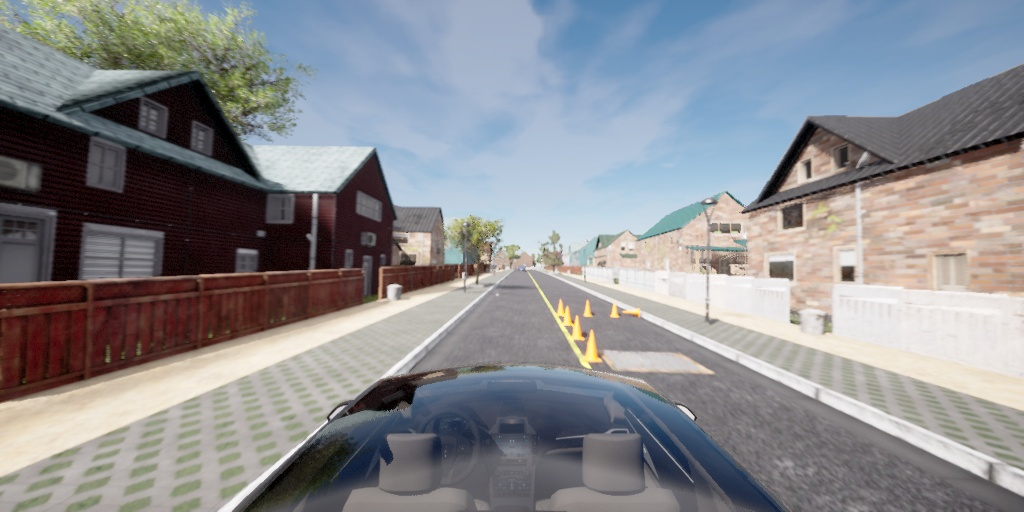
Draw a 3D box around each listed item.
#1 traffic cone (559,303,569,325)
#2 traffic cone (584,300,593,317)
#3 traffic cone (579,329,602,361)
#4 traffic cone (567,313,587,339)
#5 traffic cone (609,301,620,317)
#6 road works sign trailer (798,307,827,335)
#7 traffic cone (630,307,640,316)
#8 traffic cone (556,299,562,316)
[{"bbox_3d":[1.747,1.878,11.359,0.340,0.580,0.340,0,0,2],"label":"traffic cone"},{"bbox_3d":[2.802,1.932,13.329,0.340,0.580,0.340,0,0,2],"label":"traffic cone"},{"bbox_3d":[1.631,1.819,7.362,0.340,0.580,0.340,0,0,2],"label":"traffic cone"},{"bbox_3d":[1.689,1.848,9.360,0.340,0.580,0.340,0,0,2],"label":"traffic cone"},{"bbox_3d":[3.801,1.954,13.300,0.340,0.580,0.340,0,0,2],"label":"traffic cone"},{"bbox_3d":[2.593,0.257,0.335,2.380,3.560,2.880,0,0,2],"label":"road works sign trailer"},{"bbox_3d":[4.685,1.803,13.287,0.340,0.580,0.340,0,0,1],"label":"traffic cone"},{"bbox_3d":[1.804,1.909,13.358,0.340,0.580,0.340,0,0,2],"label":"traffic cone"}]
